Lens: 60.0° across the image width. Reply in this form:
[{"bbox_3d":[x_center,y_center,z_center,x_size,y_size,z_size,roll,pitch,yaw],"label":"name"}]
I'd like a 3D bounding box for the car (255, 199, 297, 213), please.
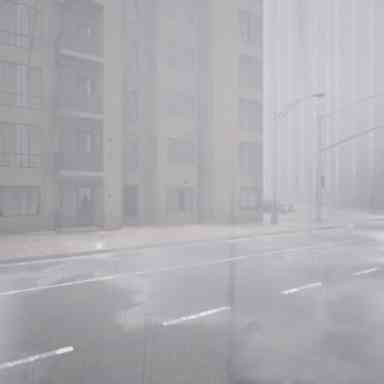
[{"bbox_3d":[9.714,1.579,38.843,1.812,1.442,4.674,0,0,-35],"label":"car"}]

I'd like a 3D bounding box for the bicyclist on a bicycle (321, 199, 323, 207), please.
[{"bbox_3d":[18.260,1.375,47.531,1.656,1.620,0.582,0,0,-34],"label":"bicyclist on a bicycle"}]

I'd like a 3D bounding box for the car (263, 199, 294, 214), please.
[{"bbox_3d":[8.037,1.538,35.066,2.128,1.511,4.902,0,0,-34],"label":"car"}]
